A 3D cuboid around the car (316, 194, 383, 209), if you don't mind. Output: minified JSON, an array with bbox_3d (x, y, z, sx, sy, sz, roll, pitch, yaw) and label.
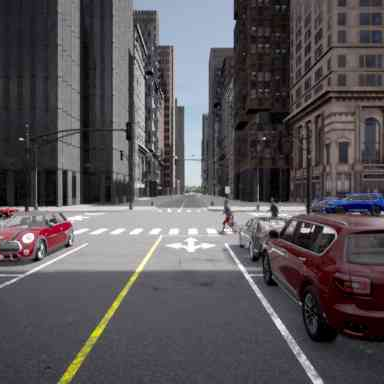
[{"bbox_3d":[14.976,1.167,30.883,5.566,2.045,2.150,0,0,-2],"label":"car"}]

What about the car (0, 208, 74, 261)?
[{"bbox_3d":[-5.799,1.439,11.983,1.967,1.590,4.097,0,0,0],"label":"car"}]

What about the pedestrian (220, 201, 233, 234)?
[{"bbox_3d":[1.835,1.292,17.486,0.375,1.860,0.375,0,0,0],"label":"pedestrian"}]

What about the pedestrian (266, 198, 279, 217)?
[{"bbox_3d":[4.404,1.205,18.092,0.375,1.860,0.375,0,0,0],"label":"pedestrian"}]

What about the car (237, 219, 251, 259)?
[{"bbox_3d":[2.727,1.549,12.008,2.008,1.369,4.403,0,0,0],"label":"car"}]

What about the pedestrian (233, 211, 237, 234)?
[{"bbox_3d":[2.383,1.575,18.688,0.375,1.300,0.375,0,0,0],"label":"pedestrian"}]

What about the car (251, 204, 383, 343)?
[{"bbox_3d":[2.741,1.314,6.406,2.192,1.841,5.009,0,0,0],"label":"car"}]

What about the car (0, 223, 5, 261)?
[{"bbox_3d":[-5.782,1.524,6.211,1.752,1.417,4.829,0,0,0],"label":"car"}]

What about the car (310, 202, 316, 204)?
[{"bbox_3d":[13.957,1.288,34.120,4.553,1.767,2.097,0,0,0],"label":"car"}]
